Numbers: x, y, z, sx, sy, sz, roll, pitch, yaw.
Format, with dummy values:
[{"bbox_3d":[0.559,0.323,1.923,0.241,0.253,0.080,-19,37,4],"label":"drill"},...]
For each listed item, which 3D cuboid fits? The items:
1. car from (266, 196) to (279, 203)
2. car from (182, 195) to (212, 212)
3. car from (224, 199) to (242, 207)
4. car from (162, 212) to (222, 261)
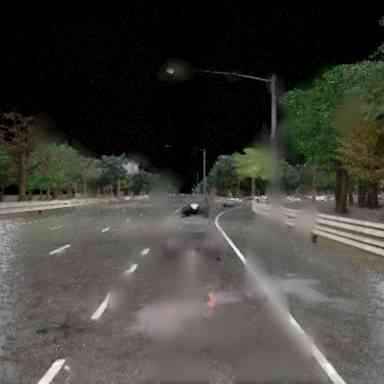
[{"bbox_3d":[17.297,1.713,72.128,2.128,1.511,4.902,0,0,38],"label":"car"},{"bbox_3d":[0.463,1.309,28.972,2.150,2.045,5.566,0,0,6],"label":"car"},{"bbox_3d":[6.529,1.724,53.117,1.994,1.385,4.181,0,0,23],"label":"car"},{"bbox_3d":[-0.007,1.639,12.493,1.895,1.301,4.718,0,0,0],"label":"car"}]
